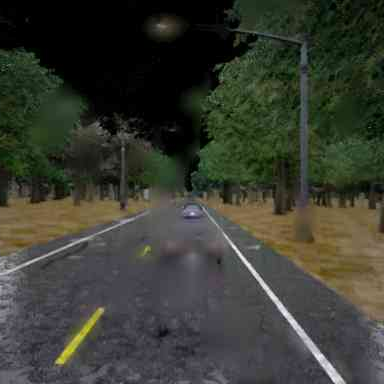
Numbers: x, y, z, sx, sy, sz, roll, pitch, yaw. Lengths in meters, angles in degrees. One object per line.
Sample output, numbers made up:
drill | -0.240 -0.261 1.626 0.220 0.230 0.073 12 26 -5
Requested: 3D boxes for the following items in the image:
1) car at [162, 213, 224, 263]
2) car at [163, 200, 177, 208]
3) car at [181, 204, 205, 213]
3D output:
car | 0.044 1.642 12.092 1.895 1.301 4.718 0 0 1
car | -3.527 1.904 53.382 1.994 1.385 4.181 0 -1 1
car | 0.059 1.693 27.996 1.994 1.385 4.181 0 0 1
